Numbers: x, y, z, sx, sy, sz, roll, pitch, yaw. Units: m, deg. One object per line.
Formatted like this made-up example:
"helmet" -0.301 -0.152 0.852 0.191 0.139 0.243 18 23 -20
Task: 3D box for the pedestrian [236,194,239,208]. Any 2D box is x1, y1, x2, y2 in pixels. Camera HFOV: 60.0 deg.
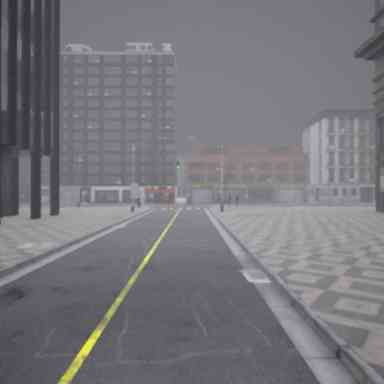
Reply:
"pedestrian" 5.628 1.091 41.786 0.375 1.860 0.375 0 0 0

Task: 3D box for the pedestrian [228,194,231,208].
"pedestrian" 4.628 1.097 41.185 0.375 1.860 0.375 0 0 0

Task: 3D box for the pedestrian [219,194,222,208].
"pedestrian" 3.628 1.100 42.385 0.375 1.860 0.375 0 0 0
